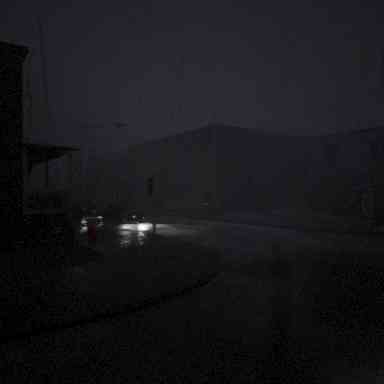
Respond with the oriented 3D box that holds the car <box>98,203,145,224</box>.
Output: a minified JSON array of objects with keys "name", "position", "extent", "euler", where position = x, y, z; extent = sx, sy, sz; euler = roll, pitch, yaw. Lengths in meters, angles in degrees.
[{"name":"car","position":[-5.158,1.545,24.809],"extent":[1.994,1.385,4.181],"euler":[0,0,-35]}]

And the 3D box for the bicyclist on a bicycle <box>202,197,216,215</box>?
[{"name":"bicyclist on a bicycle","position":[1.545,1.290,29.866],"extent":[1.656,1.620,0.582],"euler":[-1,0,-35]}]

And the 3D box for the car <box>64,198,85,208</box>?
[{"name":"car","position":[-17.652,1.558,49.797],"extent":[1.994,1.385,4.181],"euler":[0,0,-35]}]

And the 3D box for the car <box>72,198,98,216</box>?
[{"name":"car","position":[-10.289,1.496,32.081],"extent":[1.837,1.490,4.892],"euler":[0,0,-35]}]
